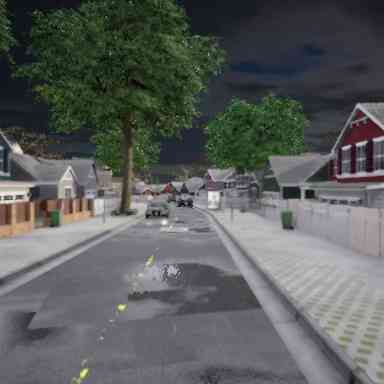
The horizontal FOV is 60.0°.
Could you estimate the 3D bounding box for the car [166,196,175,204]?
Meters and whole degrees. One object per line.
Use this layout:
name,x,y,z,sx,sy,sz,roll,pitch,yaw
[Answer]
car,-4.091,1.577,66.583,1.837,1.490,4.892,0,0,-13

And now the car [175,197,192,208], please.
car,-1.078,1.447,48.828,1.882,1.535,5.008,0,0,-7

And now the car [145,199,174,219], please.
car,-2.922,1.608,29.106,1.994,1.385,4.181,0,0,-1
